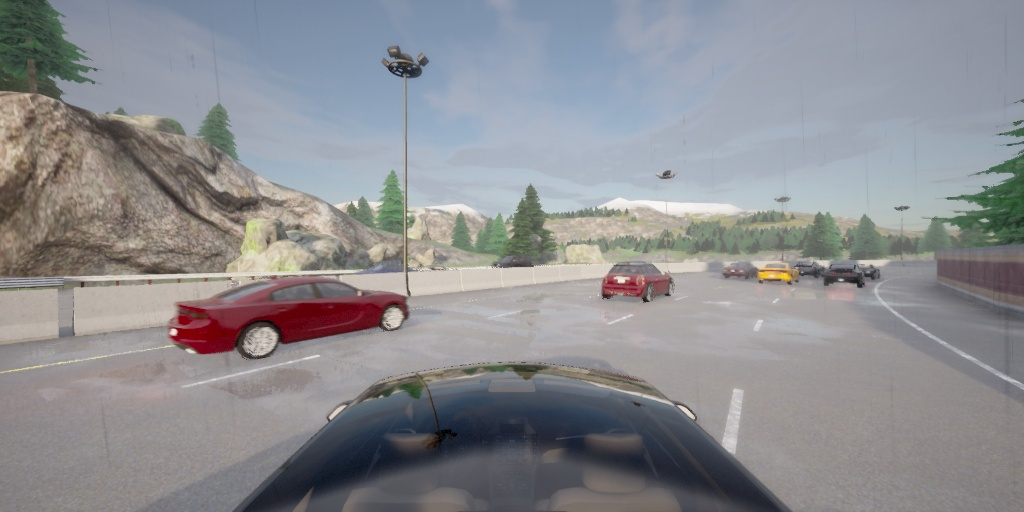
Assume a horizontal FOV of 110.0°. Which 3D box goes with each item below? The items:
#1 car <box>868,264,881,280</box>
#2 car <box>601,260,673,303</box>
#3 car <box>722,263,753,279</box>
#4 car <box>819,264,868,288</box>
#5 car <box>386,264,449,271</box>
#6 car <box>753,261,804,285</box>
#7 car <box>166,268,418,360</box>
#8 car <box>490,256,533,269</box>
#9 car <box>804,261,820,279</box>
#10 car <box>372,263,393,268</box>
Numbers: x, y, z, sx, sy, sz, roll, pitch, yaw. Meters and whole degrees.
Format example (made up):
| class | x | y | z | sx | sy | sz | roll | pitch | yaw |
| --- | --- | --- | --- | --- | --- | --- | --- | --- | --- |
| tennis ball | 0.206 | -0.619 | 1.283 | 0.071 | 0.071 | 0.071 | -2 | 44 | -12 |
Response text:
| class | x | y | z | sx | sy | sz | roll | pitch | yaw |
| --- | --- | --- | --- | --- | --- | --- | --- | --- | --- |
| car | 30.344 | 1.351 | 31.028 | 4.718 | 1.301 | 1.895 | 0 | 0 | -39 |
| car | 6.066 | 1.102 | 17.076 | 2.097 | 1.767 | 4.553 | 0 | 0 | 39 |
| car | 20.575 | 1.297 | 31.988 | 5.357 | 1.411 | 2.033 | 0 | 0 | -41 |
| car | 22.427 | 1.255 | 24.169 | 4.892 | 1.490 | 1.837 | 0 | 0 | -43 |
| car | -5.910 | 1.351 | 24.907 | 1.895 | 1.301 | 4.718 | 0 | 0 | 39 |
| car | 19.667 | 1.228 | 26.372 | 5.008 | 1.535 | 1.882 | 0 | 0 | -44 |
| car | -4.787 | 1.227 | 8.583 | 1.882 | 1.535 | 5.008 | 0 | 0 | 34 |
| car | 0.048 | 0.971 | 41.812 | 5.566 | 2.045 | 2.150 | 0 | 0 | -44 |
| car | 27.584 | 1.241 | 33.275 | 4.902 | 1.511 | 2.128 | 0 | 0 | -39 |
| car | -9.320 | 1.275 | 26.201 | 1.812 | 1.442 | 4.674 | 0 | 0 | 39 |
